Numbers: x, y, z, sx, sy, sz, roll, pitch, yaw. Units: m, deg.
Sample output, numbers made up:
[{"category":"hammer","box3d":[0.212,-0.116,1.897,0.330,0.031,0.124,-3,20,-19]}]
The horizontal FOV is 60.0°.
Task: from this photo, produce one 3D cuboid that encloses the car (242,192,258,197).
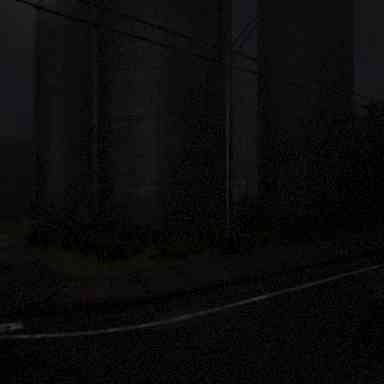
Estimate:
[{"category":"car","box3d":[12.740,1.070,71.580,3.866,1.878,1.905,2,-5,11]}]
